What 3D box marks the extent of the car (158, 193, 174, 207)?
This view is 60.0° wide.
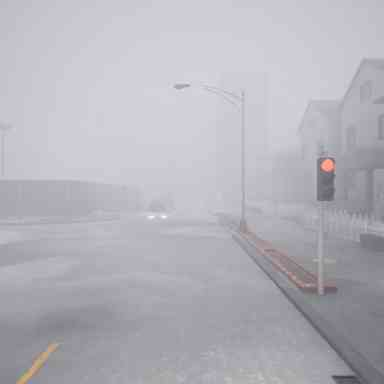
[{"bbox_3d":[-4.046,1.221,51.551,2.150,2.045,5.566,0,0,1],"label":"car"}]

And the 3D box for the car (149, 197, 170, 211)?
[{"bbox_3d":[-4.074,1.601,40.911,1.895,1.301,4.718,0,0,0],"label":"car"}]
